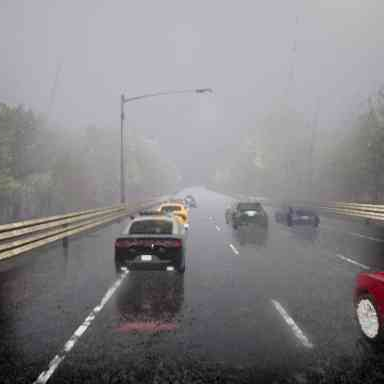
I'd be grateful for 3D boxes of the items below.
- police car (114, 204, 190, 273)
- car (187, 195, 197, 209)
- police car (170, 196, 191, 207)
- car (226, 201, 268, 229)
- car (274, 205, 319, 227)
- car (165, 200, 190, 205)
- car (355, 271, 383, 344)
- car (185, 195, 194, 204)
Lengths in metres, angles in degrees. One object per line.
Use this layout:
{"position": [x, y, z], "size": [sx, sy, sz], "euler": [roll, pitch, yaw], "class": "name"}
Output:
{"position": [-1.139, 1.419, 10.781], "size": [1.930, 1.638, 5.238], "euler": [0, 0, 0], "class": "police car"}
{"position": [-0.331, 1.522, 45.713], "size": [2.033, 1.411, 5.357], "euler": [0, 0, 0], "class": "car"}
{"position": [-1.254, 1.410, 26.786], "size": [1.930, 1.638, 5.238], "euler": [0, 0, 0], "class": "police car"}
{"position": [3.435, 1.340, 21.544], "size": [2.097, 1.767, 4.553], "euler": [0, 0, 0], "class": "car"}
{"position": [6.928, 1.552, 22.422], "size": [1.994, 1.385, 4.181], "euler": [0, 0, 0], "class": "car"}
{"position": [-1.210, 1.466, 20.674], "size": [1.882, 1.535, 5.008], "euler": [0, 0, 0], "class": "car"}
{"position": [3.563, 1.476, 3.380], "size": [1.882, 1.535, 5.008], "euler": [0, 0, 0], "class": "car"}
{"position": [-0.474, 1.392, 64.605], "size": [1.837, 1.490, 4.892], "euler": [0, 1, 0], "class": "car"}
